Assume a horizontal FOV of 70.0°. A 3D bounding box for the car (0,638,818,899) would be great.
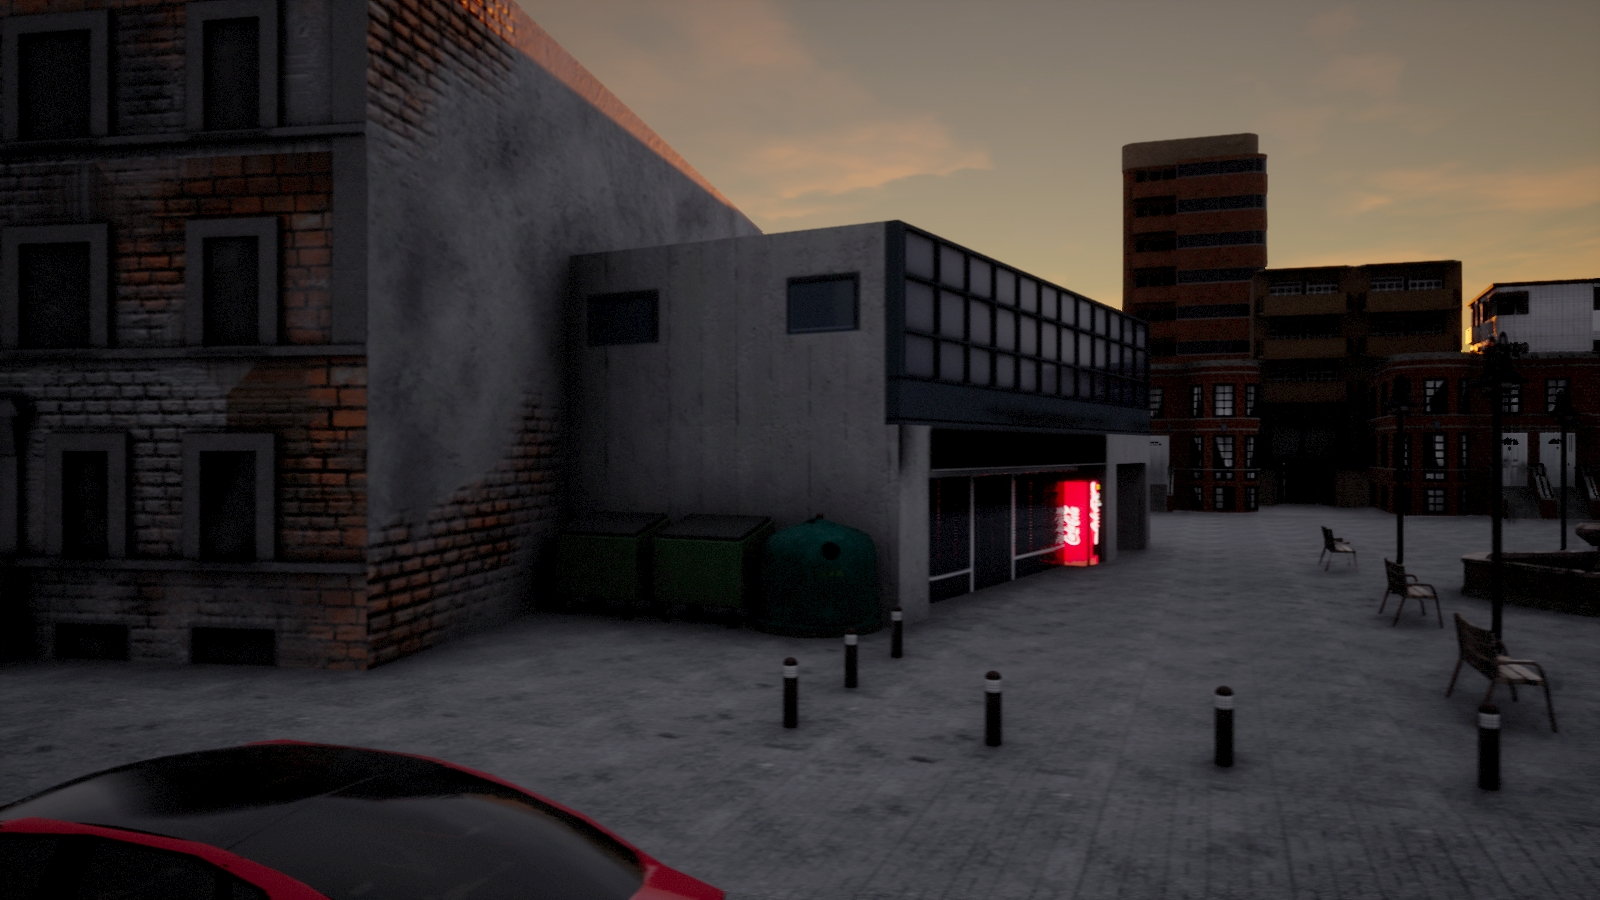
[{"bbox_3d":[-2.604,1.841,4.776,4.892,1.480,2.231,0,0,20],"label":"car"}]
